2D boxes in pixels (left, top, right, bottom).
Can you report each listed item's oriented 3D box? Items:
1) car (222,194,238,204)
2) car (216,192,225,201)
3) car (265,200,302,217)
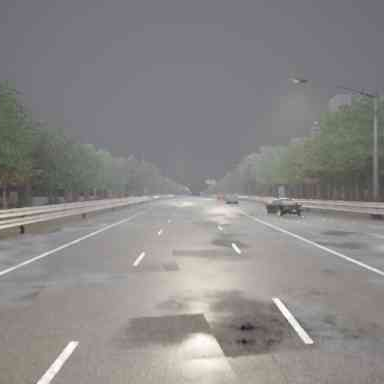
[{"bbox_3d":[6.969,1.465,59.358,1.994,1.385,4.181,0,0,0],"label":"car"},{"bbox_3d":[7.038,1.137,81.054,2.150,2.045,5.566,0,0,0],"label":"car"},{"bbox_3d":[8.377,1.443,30.919,1.882,1.535,5.008,0,0,-9],"label":"car"}]
